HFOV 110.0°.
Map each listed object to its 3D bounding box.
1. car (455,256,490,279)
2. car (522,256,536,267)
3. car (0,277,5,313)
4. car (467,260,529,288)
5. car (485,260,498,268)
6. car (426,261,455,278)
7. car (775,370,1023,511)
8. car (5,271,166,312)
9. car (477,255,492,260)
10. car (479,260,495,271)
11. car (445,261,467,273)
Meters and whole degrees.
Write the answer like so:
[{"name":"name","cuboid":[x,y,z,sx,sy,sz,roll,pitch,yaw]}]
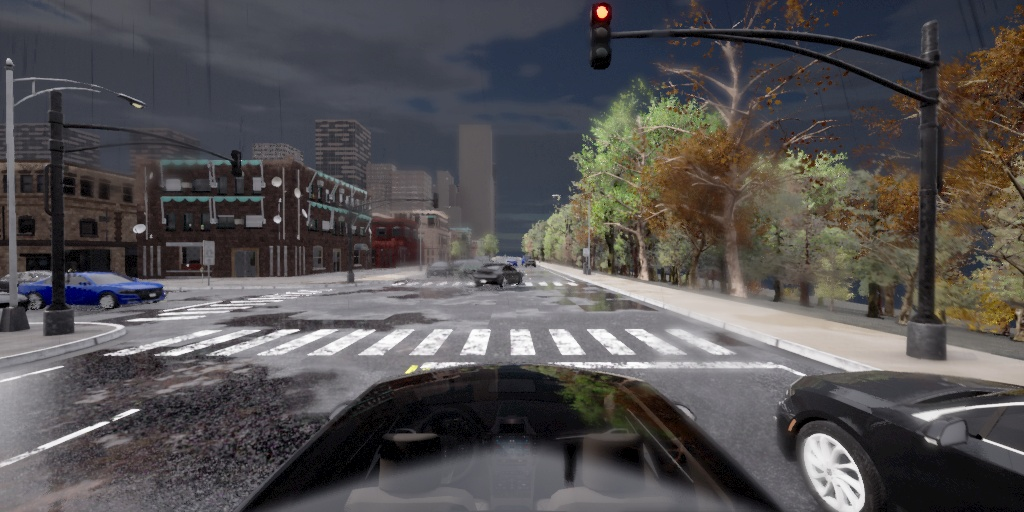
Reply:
[{"name":"car","cuboid":[-3.405,1.093,31.712,2.097,1.767,4.553,0,0,0]},{"name":"car","cuboid":[3.219,1.230,63.469,1.837,1.490,4.892,0,0,0]},{"name":"car","cuboid":[-19.970,1.565,12.656,4.313,1.339,1.948,0,0,0]},{"name":"car","cuboid":[-0.788,1.249,23.610,1.837,1.490,4.892,3,1,22]},{"name":"car","cuboid":[-3.434,1.329,61.079,1.895,1.301,4.718,0,0,1]},{"name":"car","cuboid":[-6.656,1.217,33.540,1.882,1.535,5.008,0,0,0]},{"name":"car","cuboid":[3.365,1.255,1.275,1.837,1.490,4.892,0,0,-2]},{"name":"car","cuboid":[-17.770,1.424,15.305,5.008,1.535,1.882,-1,0,2]},{"name":"car","cuboid":[-3.425,0.958,41.292,2.150,2.045,5.566,0,0,0]},{"name":"car","cuboid":[-3.445,1.296,50.798,1.994,1.385,4.181,0,0,0]},{"name":"car","cuboid":[-6.672,1.336,43.502,1.895,1.301,4.718,0,0,0]}]
